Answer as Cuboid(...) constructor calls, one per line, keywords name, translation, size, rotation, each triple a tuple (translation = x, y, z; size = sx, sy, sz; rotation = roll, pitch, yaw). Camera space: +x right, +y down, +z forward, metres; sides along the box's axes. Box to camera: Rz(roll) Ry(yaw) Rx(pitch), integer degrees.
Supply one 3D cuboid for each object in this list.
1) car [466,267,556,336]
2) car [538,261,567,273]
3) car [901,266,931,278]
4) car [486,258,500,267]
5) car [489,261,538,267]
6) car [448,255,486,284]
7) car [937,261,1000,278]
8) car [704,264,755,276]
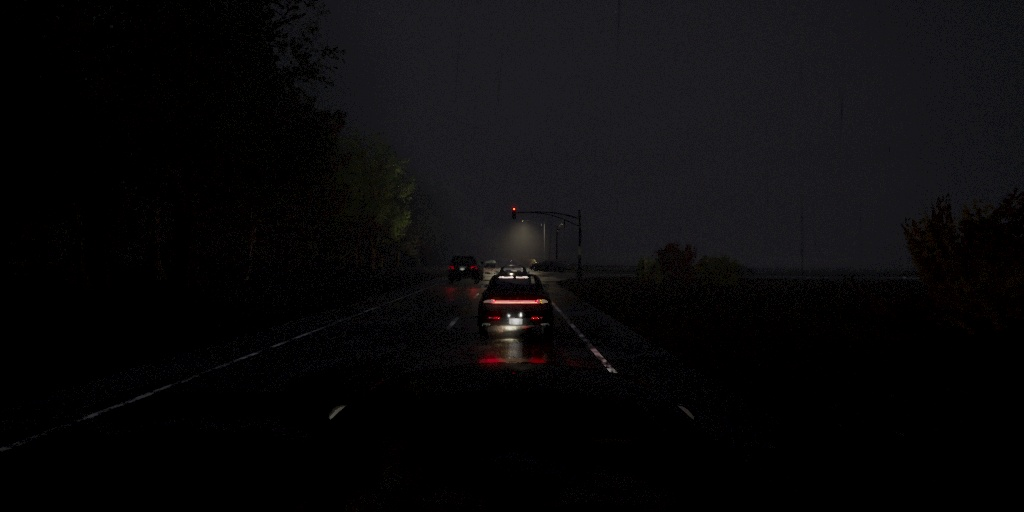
Cuboid(name="car", translation=(0.084, 1.244, 10.394), size=(2.128, 1.511, 4.902), rotation=(0, 0, 0))
Cuboid(name="car", translation=(4.570, 1.357, 45.642), size=(4.902, 1.511, 2.128), rotation=(2, 1, 36))
Cuboid(name="car", translation=(48.692, 1.904, 42.263), size=(4.181, 1.385, 1.994), rotation=(1, -1, 1))
Cuboid(name="car", translation=(-3.528, 1.356, 59.497), size=(1.895, 1.301, 4.718), rotation=(0, 0, 0))
Cuboid(name="car", translation=(0.066, 1.246, 19.792), size=(2.128, 1.511, 4.902), rotation=(0, 0, 0))
Cuboid(name="car", translation=(-3.454, 0.978, 27.547), size=(2.150, 2.045, 5.566), rotation=(0, 0, 0))
Cuboid(name="car", translation=(50.197, 1.517, 38.704), size=(5.566, 2.045, 2.150), rotation=(1, -1, 1))
Cuboid(name="car", translation=(25.568, 1.634, 42.369), size=(5.357, 1.411, 2.033), rotation=(1, -1, 0))
